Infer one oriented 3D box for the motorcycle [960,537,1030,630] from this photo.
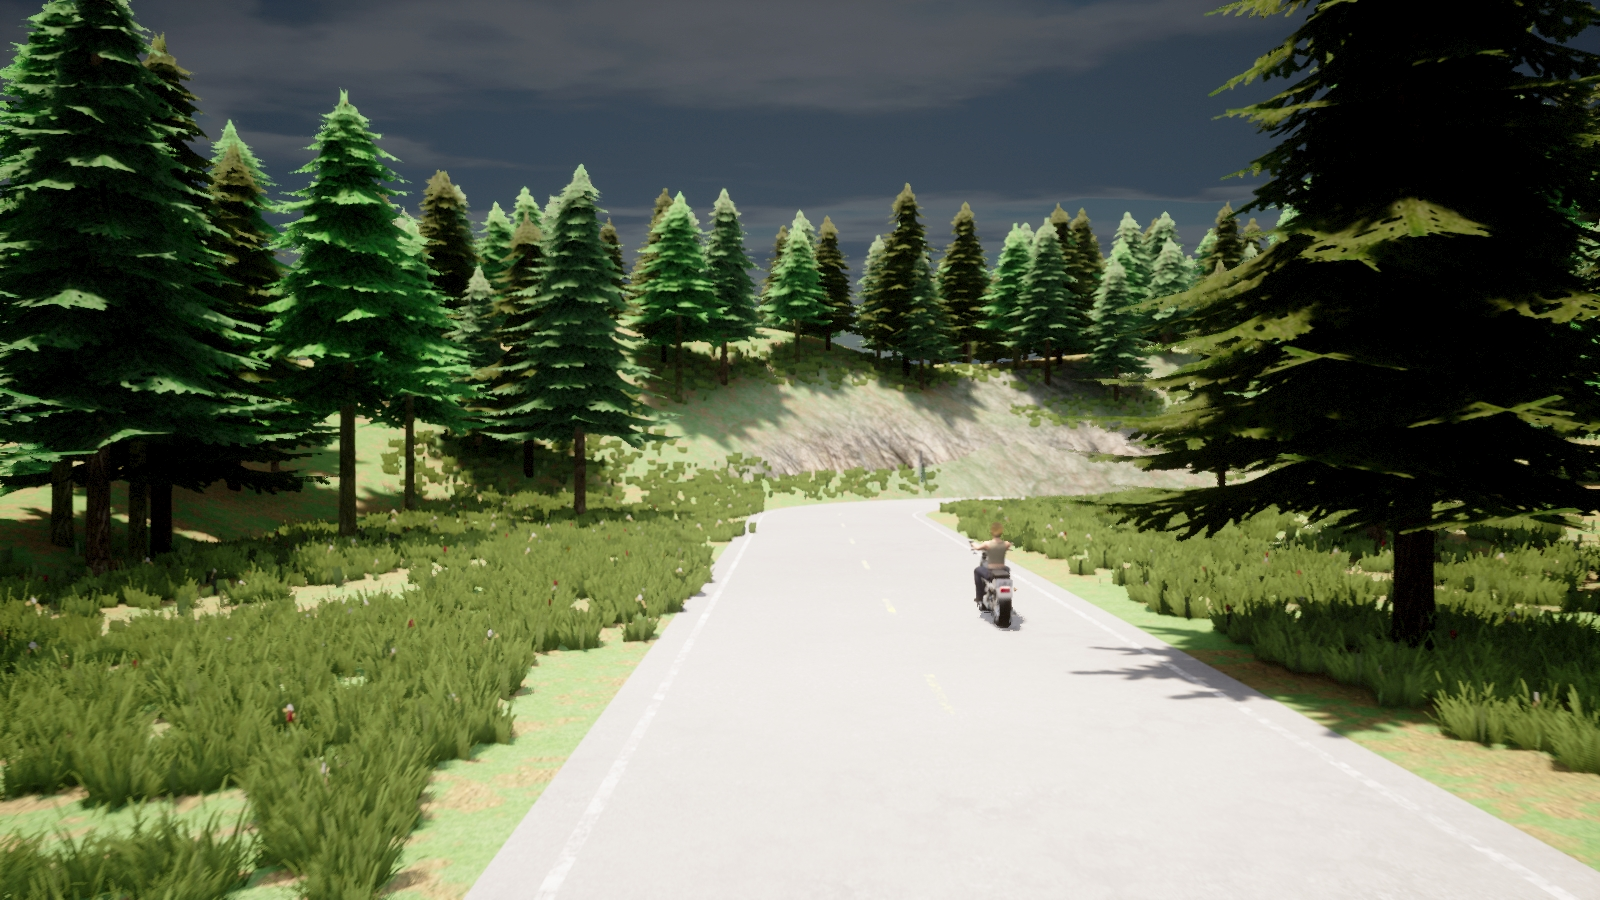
[{"bbox_3d":[3.190,2.165,18.919,0.764,1.277,2.356,0,0,0],"label":"motorcycle"}]
